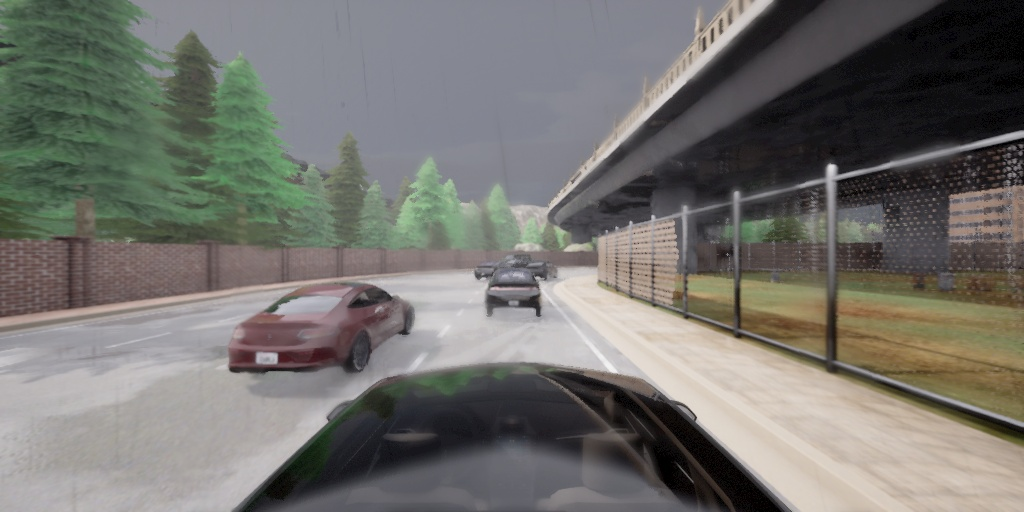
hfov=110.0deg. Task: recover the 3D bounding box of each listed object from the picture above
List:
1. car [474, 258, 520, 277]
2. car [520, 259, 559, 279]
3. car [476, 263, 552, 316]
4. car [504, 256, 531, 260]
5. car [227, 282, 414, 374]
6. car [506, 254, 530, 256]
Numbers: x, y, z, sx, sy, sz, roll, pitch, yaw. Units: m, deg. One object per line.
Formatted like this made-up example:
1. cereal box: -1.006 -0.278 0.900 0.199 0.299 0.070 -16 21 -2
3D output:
1. car: -1.345 1.125 28.486 2.128 1.511 4.902 0 0 19
2. car: 2.403 1.134 28.647 1.837 1.490 4.892 -1 0 21
3. car: 0.069 1.191 13.158 2.128 1.511 4.902 0 0 0
4. car: 0.262 1.064 38.953 1.882 1.535 5.008 0 0 38
5. car: -3.431 1.255 7.341 1.812 1.442 4.674 0 0 0
6. car: 0.178 0.783 44.291 2.150 2.045 5.566 0 0 44
